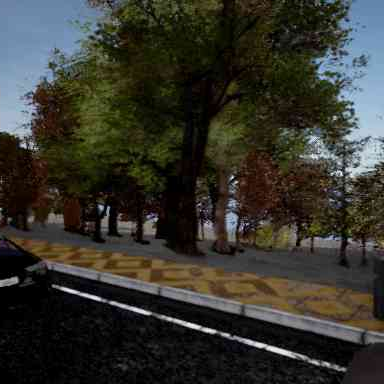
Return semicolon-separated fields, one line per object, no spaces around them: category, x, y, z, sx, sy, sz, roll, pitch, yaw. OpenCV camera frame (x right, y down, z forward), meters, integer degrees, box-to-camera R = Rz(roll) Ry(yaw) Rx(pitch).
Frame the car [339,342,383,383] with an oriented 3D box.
car;3.360;1.553;1.272;5.357;1.411;2.033;0;0;35

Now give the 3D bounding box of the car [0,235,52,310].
car;-4.840;1.536;6.971;4.181;1.385;1.994;0;0;35
